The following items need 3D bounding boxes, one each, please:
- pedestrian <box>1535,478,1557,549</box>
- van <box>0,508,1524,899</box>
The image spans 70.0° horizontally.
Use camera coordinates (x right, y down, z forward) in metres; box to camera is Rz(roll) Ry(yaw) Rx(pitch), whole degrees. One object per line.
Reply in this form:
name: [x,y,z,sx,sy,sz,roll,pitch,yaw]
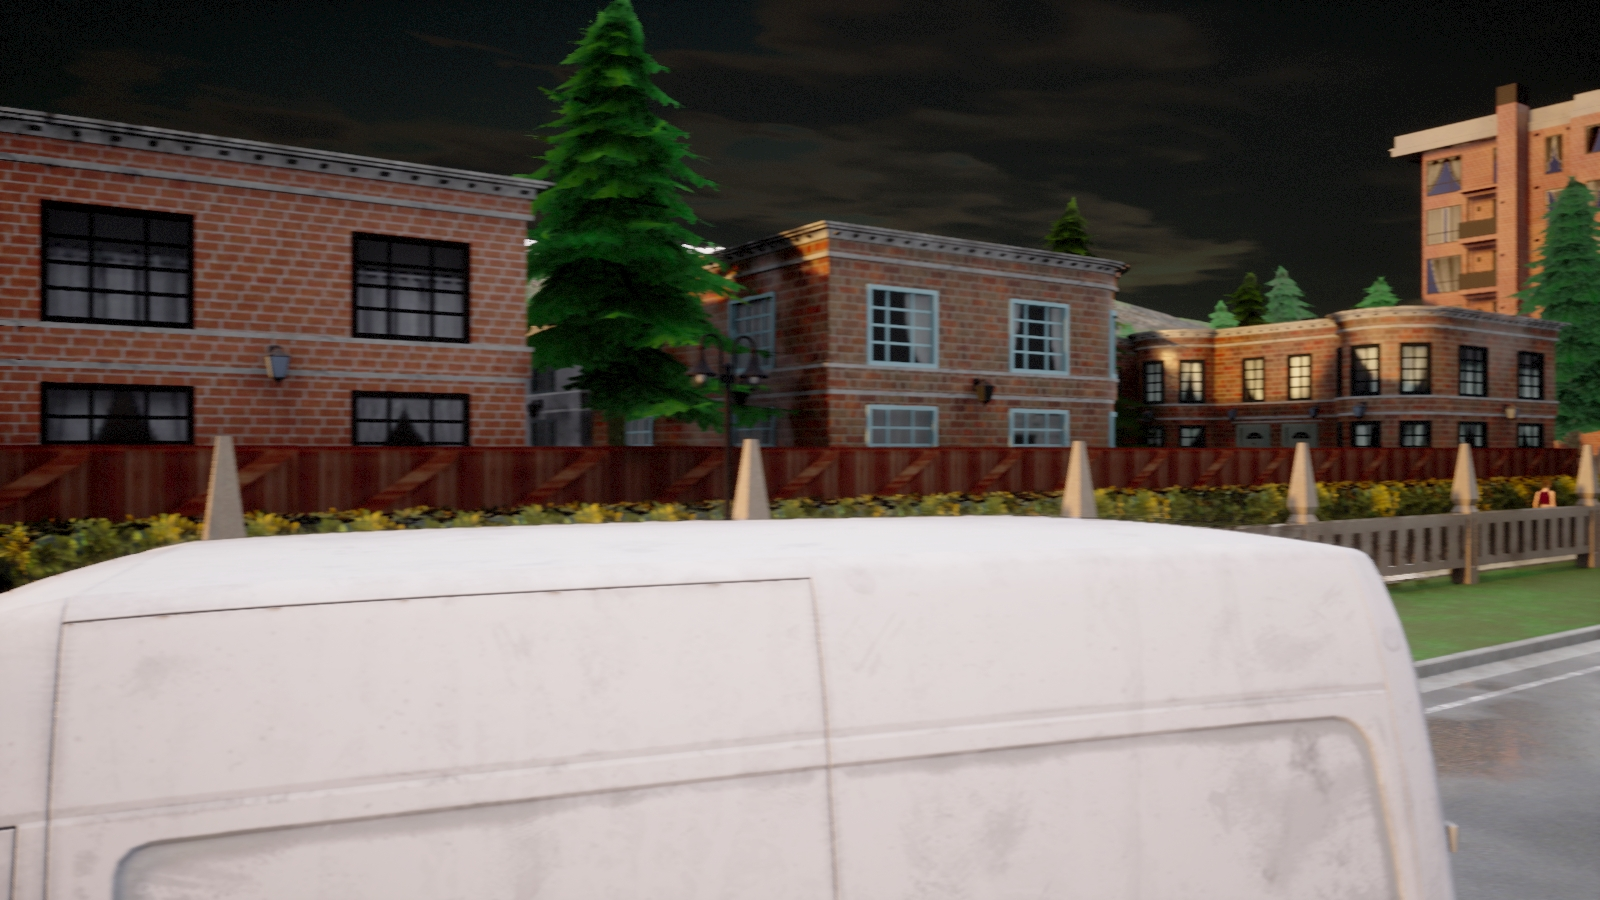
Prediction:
pedestrian: [19.863,1.691,30.413,0.375,1.860,0.375,0,0,-34]
van: [-1.153,1.532,3.059,5.915,2.561,1.988,0,0,-19]
